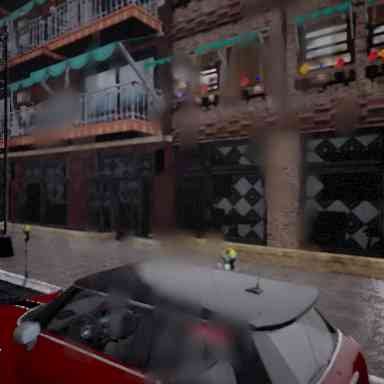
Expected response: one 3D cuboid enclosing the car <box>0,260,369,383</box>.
[{"bbox_3d":[-0.564,1.438,3.266,4.097,1.590,1.967,0,0,35],"label":"car"}]
